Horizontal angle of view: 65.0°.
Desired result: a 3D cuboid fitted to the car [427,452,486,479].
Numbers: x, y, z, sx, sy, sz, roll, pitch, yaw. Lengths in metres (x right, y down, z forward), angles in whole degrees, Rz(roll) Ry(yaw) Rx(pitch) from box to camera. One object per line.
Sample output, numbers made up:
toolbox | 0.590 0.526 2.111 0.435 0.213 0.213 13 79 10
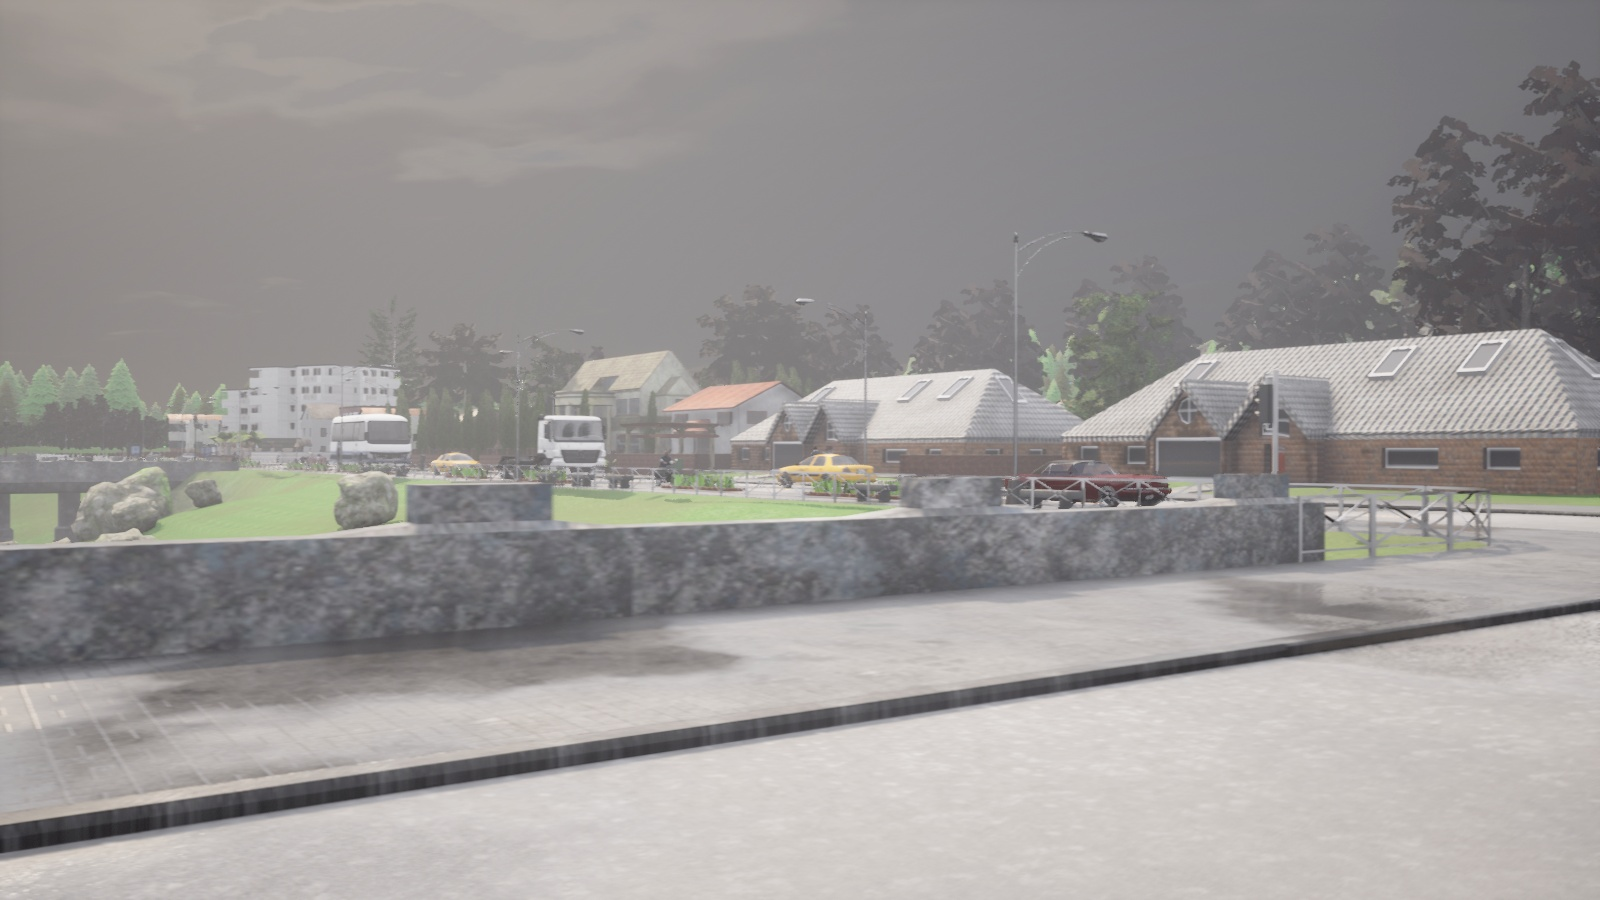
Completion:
car | -21.092 0.917 76.894 1.801 1.575 5.366 0 0 -35

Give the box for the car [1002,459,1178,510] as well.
car | 8.004 0.914 35.094 1.895 1.301 4.718 0 0 -35

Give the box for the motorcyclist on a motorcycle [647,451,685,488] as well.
motorcyclist on a motorcycle | -5.878 0.846 55.038 0.866 1.590 1.817 0 0 -35

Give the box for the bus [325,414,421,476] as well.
bus | -31.249 -0.341 91.476 3.944 4.253 10.273 0 0 -35

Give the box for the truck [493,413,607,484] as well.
truck | -13.132 -0.049 65.454 2.891 3.462 7.936 0 0 -35

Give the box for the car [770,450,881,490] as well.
car | 0.986 0.810 52.179 1.801 1.575 5.366 0 0 -35
